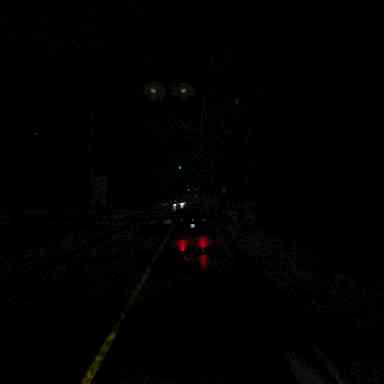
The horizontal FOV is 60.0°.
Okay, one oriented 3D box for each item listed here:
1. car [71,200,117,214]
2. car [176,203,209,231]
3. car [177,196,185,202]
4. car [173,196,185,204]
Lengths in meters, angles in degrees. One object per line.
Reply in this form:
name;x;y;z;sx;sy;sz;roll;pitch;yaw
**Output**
car;-10.720;1.538;36.403;4.902;1.511;2.128;0;0;7
car;-0.017;1.619;20.944;1.895;1.301;4.718;0;0;-2
car;-2.682;1.701;83.351;1.882;1.535;5.008;0;0;0
car;-2.713;1.650;67.854;1.837;1.490;4.892;0;0;0
